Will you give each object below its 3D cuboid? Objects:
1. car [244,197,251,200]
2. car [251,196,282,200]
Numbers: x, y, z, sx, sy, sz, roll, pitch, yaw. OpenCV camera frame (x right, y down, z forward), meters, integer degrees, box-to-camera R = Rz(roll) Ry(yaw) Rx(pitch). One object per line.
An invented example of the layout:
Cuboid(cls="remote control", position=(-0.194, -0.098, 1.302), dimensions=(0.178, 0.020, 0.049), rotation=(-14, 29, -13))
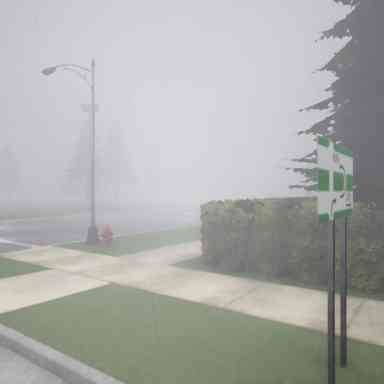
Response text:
Cuboid(cls="car", position=(10.548, 1.547, 57.644), dimensions=(2.033, 1.411, 5.357), rotation=(0, 0, 38))
Cuboid(cls="car", position=(10.183, 1.526, 45.271), dimensions=(1.812, 1.442, 4.674), rotation=(0, 0, 36))
